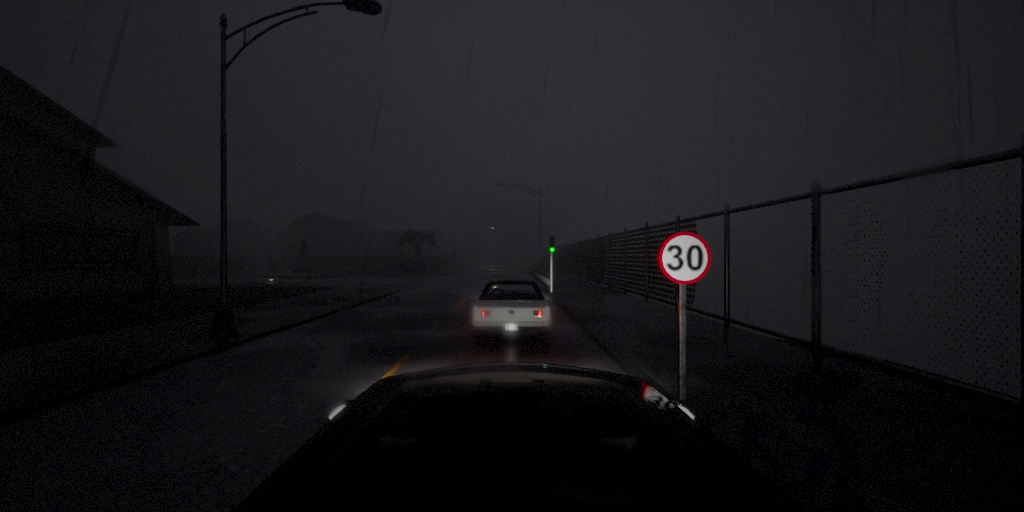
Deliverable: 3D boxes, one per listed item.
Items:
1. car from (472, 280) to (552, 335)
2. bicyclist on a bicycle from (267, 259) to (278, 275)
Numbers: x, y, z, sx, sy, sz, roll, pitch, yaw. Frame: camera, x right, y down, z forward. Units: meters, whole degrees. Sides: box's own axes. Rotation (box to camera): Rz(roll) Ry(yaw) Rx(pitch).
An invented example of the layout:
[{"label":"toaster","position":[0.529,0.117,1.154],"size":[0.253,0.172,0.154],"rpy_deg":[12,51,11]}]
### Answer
[{"label":"car","position":[-0.004,1.356,10.490],"size":[1.895,1.301,4.718],"rpy_deg":[0,0,0]},{"label":"bicyclist on a bicycle","position":[-24.330,1.118,36.457],"size":[0.582,1.620,1.656],"rpy_deg":[0,0,0]}]
